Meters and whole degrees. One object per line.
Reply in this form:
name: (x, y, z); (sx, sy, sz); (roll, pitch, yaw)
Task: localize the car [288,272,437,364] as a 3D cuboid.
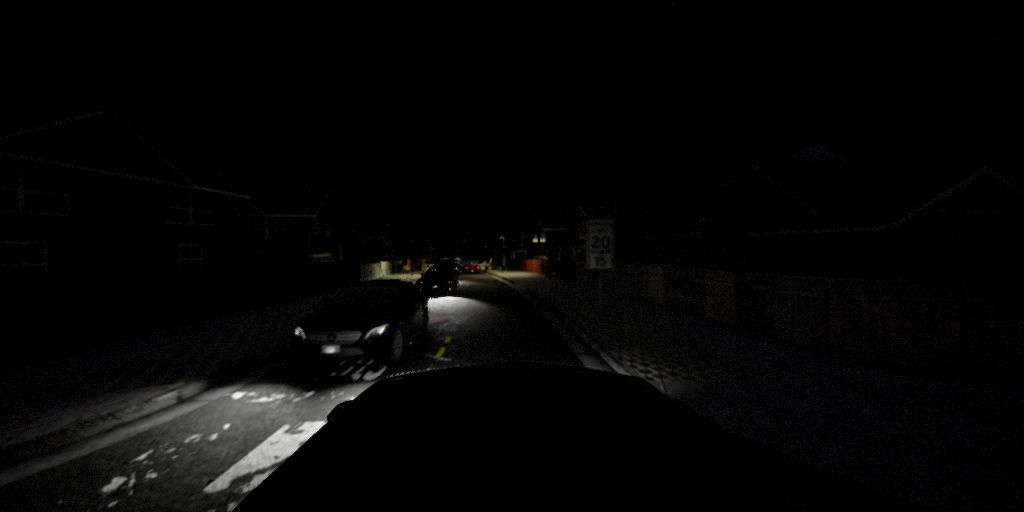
car: (-3.115, 1.284, 8.283); (1.812, 1.442, 4.674); (0, 0, -3)

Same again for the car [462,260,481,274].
car: (-4.685, 1.326, 40.747); (1.895, 1.301, 4.718); (0, 0, -11)

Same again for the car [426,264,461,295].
car: (-3.983, 1.319, 19.547); (1.994, 1.385, 4.181); (0, 0, -7)

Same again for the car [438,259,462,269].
car: (-5.761, 1.101, 31.585); (2.097, 1.767, 4.553); (0, 0, -10)
